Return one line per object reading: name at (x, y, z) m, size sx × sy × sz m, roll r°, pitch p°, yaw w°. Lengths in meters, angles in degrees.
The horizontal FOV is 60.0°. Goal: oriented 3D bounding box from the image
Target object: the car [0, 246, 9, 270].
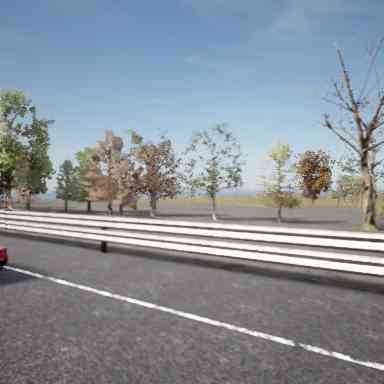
car at (-7.092, 1.645, 9.185) m, size 4.718 × 1.301 × 1.895 m, roll 0°, pitch 0°, yaw 36°
